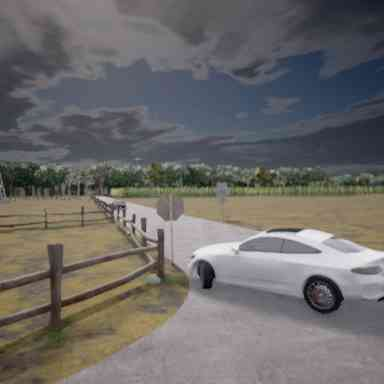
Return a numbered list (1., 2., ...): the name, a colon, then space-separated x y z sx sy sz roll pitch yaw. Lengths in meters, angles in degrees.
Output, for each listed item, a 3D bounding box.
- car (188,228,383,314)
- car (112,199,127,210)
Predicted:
1. car: 2.016 1.577 7.742 4.674 1.442 1.812 -2 0 41
2. car: -10.893 1.823 49.472 2.033 1.411 5.357 -2 1 -18
